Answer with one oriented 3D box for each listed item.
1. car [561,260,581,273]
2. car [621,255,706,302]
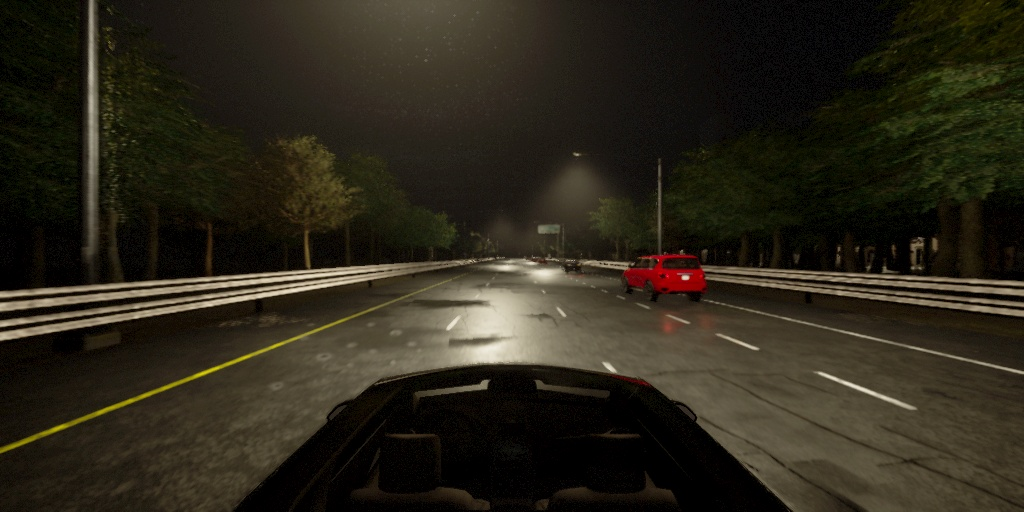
[{"bbox_3d":[7.095,1.268,43.204,2.128,1.511,4.902,0,0,0],"label":"car"},{"bbox_3d":[7.012,0.980,17.169,2.150,2.045,5.566,0,0,0],"label":"car"}]
